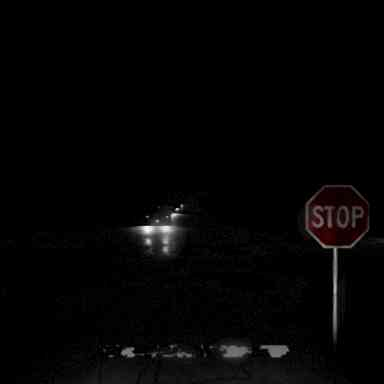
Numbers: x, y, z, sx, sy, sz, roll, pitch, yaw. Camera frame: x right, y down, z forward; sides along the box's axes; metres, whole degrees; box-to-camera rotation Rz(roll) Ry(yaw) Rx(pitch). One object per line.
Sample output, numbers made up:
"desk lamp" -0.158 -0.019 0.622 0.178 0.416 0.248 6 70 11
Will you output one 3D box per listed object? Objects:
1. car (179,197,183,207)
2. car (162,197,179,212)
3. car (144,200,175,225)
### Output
"car" -2.782 1.644 49.595 2.033 1.411 5.357 0 0 0
"car" -2.804 1.554 37.310 1.837 1.490 4.892 0 -1 0
"car" -2.502 1.563 24.760 2.033 1.411 5.357 0 0 -4
